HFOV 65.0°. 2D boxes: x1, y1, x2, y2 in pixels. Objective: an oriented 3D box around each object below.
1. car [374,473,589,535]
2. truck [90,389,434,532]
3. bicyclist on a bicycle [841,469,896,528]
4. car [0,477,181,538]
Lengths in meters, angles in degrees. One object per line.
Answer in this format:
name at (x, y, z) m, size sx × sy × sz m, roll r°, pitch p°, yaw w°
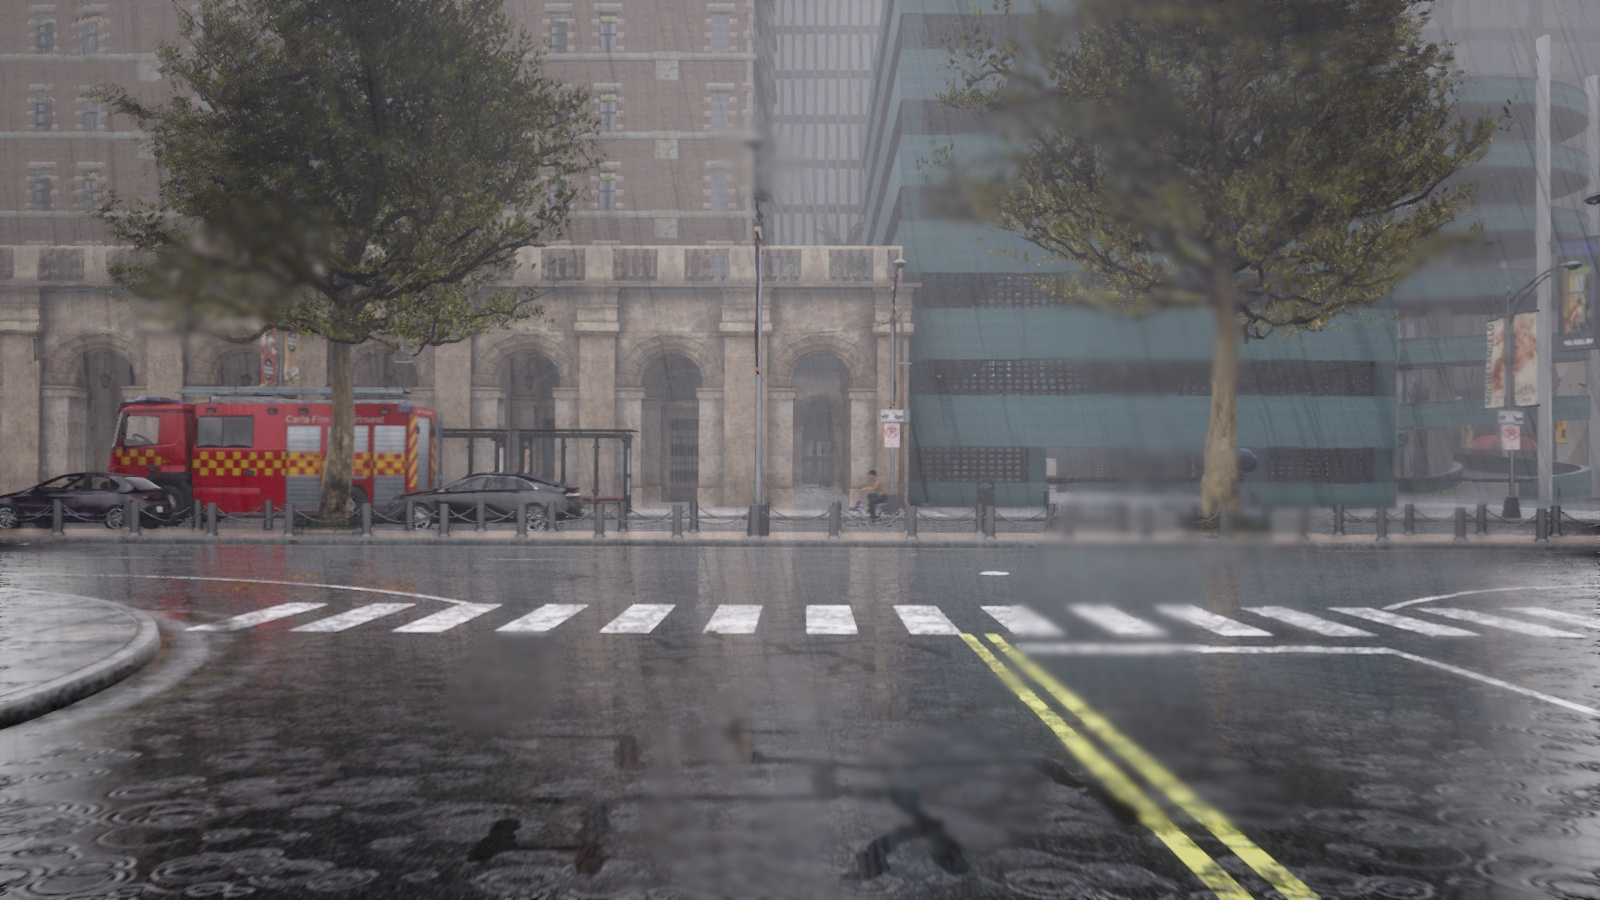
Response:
car at (-7.987, 1.346, 31.846) m, size 4.902 × 1.511 × 2.128 m, roll 0°, pitch -1°, yaw 1°
truck at (-14.997, 0.315, 35.460) m, size 8.468 × 3.827 × 2.891 m, roll 0°, pitch -1°, yaw 1°
bicyclist on a bicycle at (1.896, 1.344, 35.180) m, size 1.509 × 1.612 × 0.866 m, roll 0°, pitch -1°, yaw 2°
car at (-18.320, 1.448, 31.984) m, size 4.193 × 1.474 × 1.816 m, roll 0°, pitch -1°, yaw 1°
